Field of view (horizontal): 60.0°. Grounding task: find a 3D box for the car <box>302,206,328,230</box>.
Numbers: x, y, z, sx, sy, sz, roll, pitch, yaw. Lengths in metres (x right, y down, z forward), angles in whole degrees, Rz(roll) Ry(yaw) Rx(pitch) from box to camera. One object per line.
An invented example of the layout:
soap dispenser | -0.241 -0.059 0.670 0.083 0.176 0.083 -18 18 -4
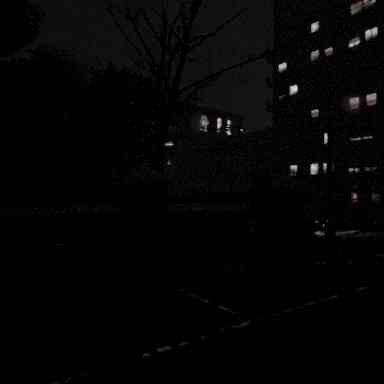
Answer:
car | 7.575 1.996 25.178 2.033 1.411 5.357 0 -1 -36

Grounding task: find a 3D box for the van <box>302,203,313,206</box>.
van | 9.734 1.895 32.029 1.690 1.788 3.998 -1 0 -36
